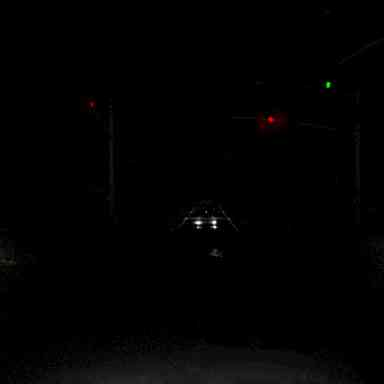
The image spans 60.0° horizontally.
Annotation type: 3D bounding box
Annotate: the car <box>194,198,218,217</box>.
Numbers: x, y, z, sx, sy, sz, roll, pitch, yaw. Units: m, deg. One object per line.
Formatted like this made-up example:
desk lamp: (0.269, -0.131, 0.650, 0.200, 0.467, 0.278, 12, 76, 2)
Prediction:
car: (1.361, 1.491, 31.529, 1.812, 1.442, 4.674, 0, 0, 3)

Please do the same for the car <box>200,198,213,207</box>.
car: (2.285, 1.566, 50.821, 1.895, 1.301, 4.718, 0, 0, 3)

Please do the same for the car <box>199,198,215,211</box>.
car: (1.792, 1.470, 40.684, 1.837, 1.490, 4.892, 0, 0, 3)
